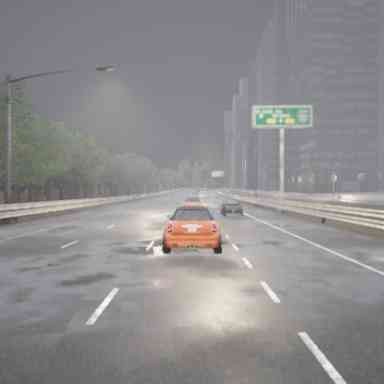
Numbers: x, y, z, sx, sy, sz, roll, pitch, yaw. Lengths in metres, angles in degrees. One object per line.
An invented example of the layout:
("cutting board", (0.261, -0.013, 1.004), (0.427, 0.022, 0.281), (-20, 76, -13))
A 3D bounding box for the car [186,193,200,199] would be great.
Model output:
("car", (0.097, 1.305, 33.443), (2.097, 1.767, 4.553), (0, 0, 0))

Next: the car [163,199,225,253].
("car", (0.010, 1.344, 13.770), (2.097, 1.767, 4.553), (0, 0, 0))

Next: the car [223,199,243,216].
("car", (3.686, 1.452, 31.728), (2.128, 1.511, 4.902), (0, 0, 0))
